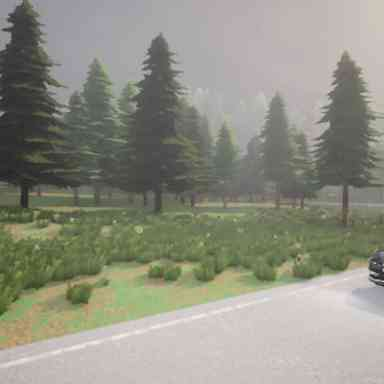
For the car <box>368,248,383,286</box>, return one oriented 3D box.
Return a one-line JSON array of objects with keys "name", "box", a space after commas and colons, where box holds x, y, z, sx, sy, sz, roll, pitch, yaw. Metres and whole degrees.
[{"name": "car", "box": [6.382, 1.589, 8.392, 4.892, 1.490, 1.837, 1, -1, -35]}]
